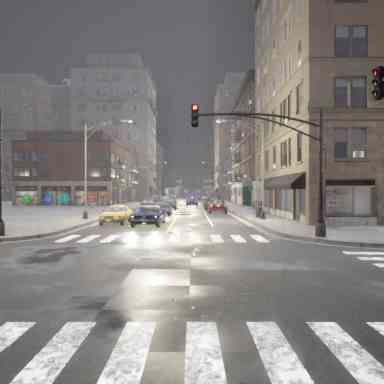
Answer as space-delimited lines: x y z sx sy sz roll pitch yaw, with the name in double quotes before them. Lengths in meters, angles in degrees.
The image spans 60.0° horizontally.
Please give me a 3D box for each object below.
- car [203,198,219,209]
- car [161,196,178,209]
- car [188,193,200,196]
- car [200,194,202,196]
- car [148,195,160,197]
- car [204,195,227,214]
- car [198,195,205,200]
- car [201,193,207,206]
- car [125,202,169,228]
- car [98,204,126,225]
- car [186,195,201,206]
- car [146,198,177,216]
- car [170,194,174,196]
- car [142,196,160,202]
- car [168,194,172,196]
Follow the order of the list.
"car" 2.635 1.568 46.647 1.947 1.339 4.313 0 0 0
"car" -2.844 1.528 42.098 1.812 1.442 4.674 0 0 0
"car" -0.004 1.225 64.116 2.150 2.045 5.566 0 0 0
"car" 2.633 1.555 69.294 2.008 1.369 4.403 0 0 0
"car" -5.390 1.317 46.647 2.192 1.841 5.009 0 0 0
"car" 2.635 1.441 35.322 1.967 1.590 4.097 0 0 0
"car" 2.632 1.575 91.942 1.947 1.339 4.313 0 0 0
"car" 2.635 1.317 40.985 2.192 1.841 5.009 0 0 0
"car" -2.883 1.601 22.520 1.895 1.301 4.718 0 0 1
"car" -5.389 1.526 23.829 1.752 1.417 4.829 0 0 0
"car" -0.003 1.604 53.814 1.895 1.301 4.718 0 0 0
"car" -2.857 1.548 32.257 2.033 1.411 5.357 0 0 0
"car" -5.392 1.530 69.124 1.752 1.417 4.829 0 0 0
"car" -5.390 1.553 40.984 2.008 1.369 4.403 0 0 0
"car" -5.391 1.586 63.632 1.802 1.307 4.206 0 0 0
